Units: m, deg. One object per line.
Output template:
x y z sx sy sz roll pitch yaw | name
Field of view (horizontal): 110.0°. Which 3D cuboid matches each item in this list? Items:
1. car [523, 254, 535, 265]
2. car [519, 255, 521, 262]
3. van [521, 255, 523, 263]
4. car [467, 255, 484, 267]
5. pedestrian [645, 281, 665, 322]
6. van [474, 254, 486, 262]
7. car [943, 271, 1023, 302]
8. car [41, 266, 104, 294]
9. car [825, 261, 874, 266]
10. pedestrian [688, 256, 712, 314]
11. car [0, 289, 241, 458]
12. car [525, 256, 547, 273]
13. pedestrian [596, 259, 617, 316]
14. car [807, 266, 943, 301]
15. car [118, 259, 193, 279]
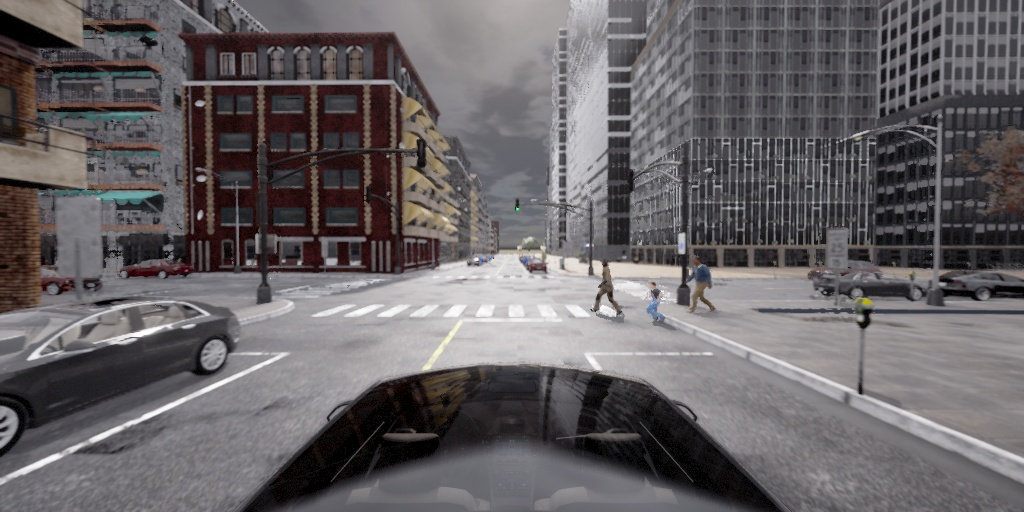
2.662 0.852 42.805 1.967 1.591 4.097 0 0 0 | car
2.664 0.807 59.743 1.888 1.381 4.507 0 0 0 | car
2.664 0.653 54.097 1.690 1.789 3.998 0 0 0 | van
-5.685 0.878 54.065 1.948 1.339 4.313 0 0 0 | car
4.134 1.257 10.306 0.375 1.300 0.375 -1 1 0 | pedestrian
-5.684 0.603 59.711 1.690 1.789 3.998 0 0 0 | van
22.198 1.374 16.777 4.313 1.339 1.948 0 0 1 | car
-22.622 1.141 17.397 4.507 1.381 1.888 0 0 1 | car
23.377 1.053 25.399 4.097 1.591 1.967 0 0 1 | car
5.703 0.824 10.896 0.375 1.860 0.375 -1 1 0 | pedestrian
-5.691 1.278 4.641 2.007 1.370 4.403 0 0 0 | car
2.661 1.007 37.160 1.888 1.381 4.507 0 0 0 | car
3.028 0.968 11.499 0.375 1.860 0.375 -1 1 0 | pedestrian
16.717 1.332 16.853 4.403 1.370 2.007 0 0 1 | car
-25.854 0.927 26.053 4.507 1.381 1.888 0 0 1 | car
